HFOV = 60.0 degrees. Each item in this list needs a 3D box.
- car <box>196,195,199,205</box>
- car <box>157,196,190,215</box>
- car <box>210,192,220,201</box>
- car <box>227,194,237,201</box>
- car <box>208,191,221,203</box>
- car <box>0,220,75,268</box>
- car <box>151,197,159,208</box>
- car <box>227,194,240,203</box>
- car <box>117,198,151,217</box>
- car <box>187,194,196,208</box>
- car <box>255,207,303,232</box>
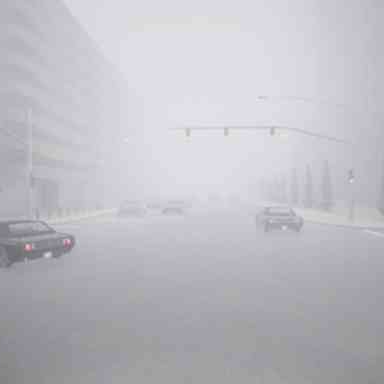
[{"bbox_3d":[-0.077,1.059,51.895,2.097,1.767,4.553,0,0,4],"label":"car"},{"bbox_3d":[-1.673,1.377,32.145,2.033,1.411,5.357,0,0,4],"label":"car"},{"bbox_3d":[4.751,0.930,68.779,2.097,1.767,4.553,0,0,4],"label":"car"},{"bbox_3d":[8.254,1.102,68.671,1.994,1.385,4.181,0,0,4],"label":"car"},{"bbox_3d":[3.943,0.860,58.398,2.150,2.045,5.566,0,0,4],"label":"car"},{"bbox_3d":[-6.201,1.609,11.301,4.718,1.301,1.895,0,0,34],"label":"car"},{"bbox_3d":[-4.558,1.353,40.520,2.033,1.411,5.357,0,0,4],"label":"car"},{"bbox_3d":[7.479,1.210,58.727,1.895,1.301,4.718,0,0,4],"label":"car"},{"bbox_3d":[-5.311,1.375,29.980,1.837,1.490,4.892,0,0,4],"label":"car"},{"bbox_3d":[-0.919,1.273,41.959,1.837,1.490,4.892,0,0,5],"label":"car"},{"bbox_3d":[4.757,1.471,18.914,1.895,1.301,4.718,0,0,3],"label":"car"}]
